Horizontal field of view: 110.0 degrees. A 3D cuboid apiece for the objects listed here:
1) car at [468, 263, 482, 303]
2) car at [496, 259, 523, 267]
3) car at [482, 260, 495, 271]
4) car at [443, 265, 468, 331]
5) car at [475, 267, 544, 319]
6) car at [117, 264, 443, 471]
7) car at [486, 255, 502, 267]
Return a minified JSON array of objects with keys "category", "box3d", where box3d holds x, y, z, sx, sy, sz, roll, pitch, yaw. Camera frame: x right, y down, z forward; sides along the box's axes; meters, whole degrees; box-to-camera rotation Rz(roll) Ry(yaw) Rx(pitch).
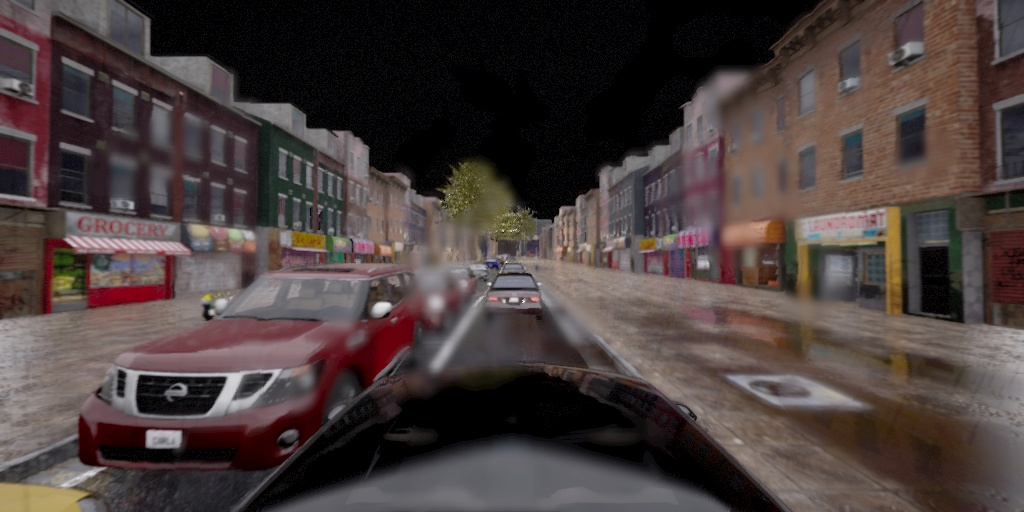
[{"category":"car","box3d":[-2.630,1.159,16.297,1.967,1.591,4.097,0,0,0]},{"category":"car","box3d":[0.095,1.217,28.162,2.033,1.411,5.357,0,0,0]},{"category":"car","box3d":[-2.624,1.224,27.371,2.007,1.370,4.403,0,0,0]},{"category":"car","box3d":[-2.633,1.174,10.760,1.967,1.591,4.097,0,0,0]},{"category":"car","box3d":[0.085,1.277,12.622,2.033,1.411,5.357,0,0,0]},{"category":"car","box3d":[-2.636,1.060,5.222,2.192,1.841,5.009,0,0,0]},{"category":"car","box3d":[-2.726,1.015,48.193,1.882,1.535,5.008,0,0,0]}]
